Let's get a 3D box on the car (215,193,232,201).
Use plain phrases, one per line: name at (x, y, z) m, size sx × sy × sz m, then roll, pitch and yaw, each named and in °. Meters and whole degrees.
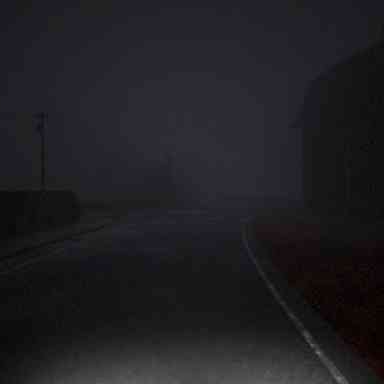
car at (5.915, 0.970, 62.170) m, size 1.812 × 1.442 × 4.674 m, roll 0°, pitch 1°, yaw -17°
